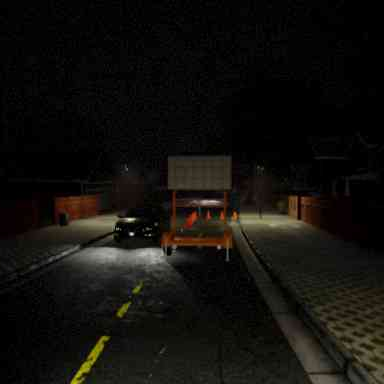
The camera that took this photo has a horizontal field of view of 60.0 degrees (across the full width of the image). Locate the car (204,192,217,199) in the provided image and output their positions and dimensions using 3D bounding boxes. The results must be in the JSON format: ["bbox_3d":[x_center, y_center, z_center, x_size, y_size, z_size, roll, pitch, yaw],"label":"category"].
[{"bbox_3d":[3.177,0.701,56.632,1.895,1.301,4.718,0,1,8],"label":"car"}]

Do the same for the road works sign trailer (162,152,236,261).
[{"bbox_3d":[0.282,0.374,12.008,2.380,3.560,2.880,0,1,6],"label":"road works sign trailer"}]

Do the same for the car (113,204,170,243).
[{"bbox_3d":[-2.182,1.373,15.454,1.837,1.490,4.892,0,1,4],"label":"car"}]
